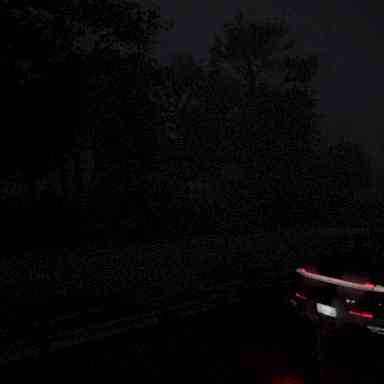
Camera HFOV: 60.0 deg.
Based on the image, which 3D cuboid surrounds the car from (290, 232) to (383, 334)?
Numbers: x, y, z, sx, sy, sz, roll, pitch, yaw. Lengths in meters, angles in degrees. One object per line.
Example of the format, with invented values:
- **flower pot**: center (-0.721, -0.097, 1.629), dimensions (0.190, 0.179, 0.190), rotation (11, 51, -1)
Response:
- **car**: center (3.930, 1.509, 6.242), dimensions (4.902, 1.511, 2.128), rotation (0, 0, -35)
